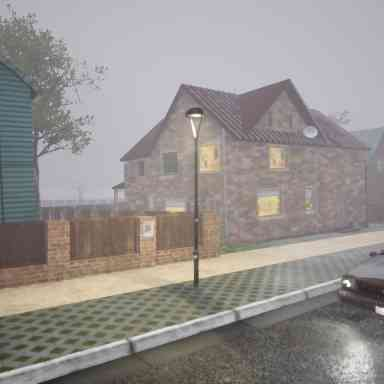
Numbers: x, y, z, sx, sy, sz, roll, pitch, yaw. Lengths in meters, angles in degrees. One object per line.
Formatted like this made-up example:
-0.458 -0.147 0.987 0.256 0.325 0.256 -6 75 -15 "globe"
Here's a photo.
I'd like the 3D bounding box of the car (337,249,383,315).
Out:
5.248 1.551 6.969 5.357 1.411 2.033 0 0 -37 "car"
